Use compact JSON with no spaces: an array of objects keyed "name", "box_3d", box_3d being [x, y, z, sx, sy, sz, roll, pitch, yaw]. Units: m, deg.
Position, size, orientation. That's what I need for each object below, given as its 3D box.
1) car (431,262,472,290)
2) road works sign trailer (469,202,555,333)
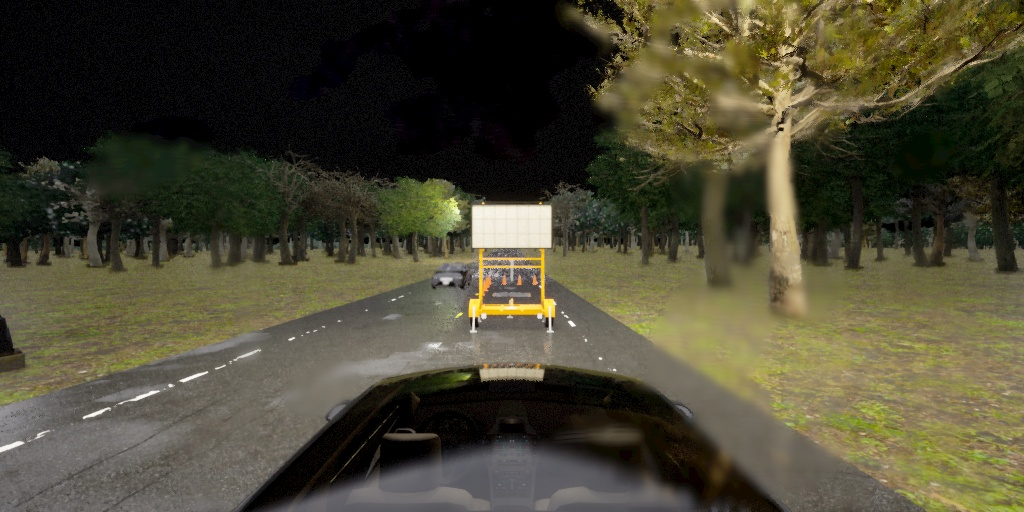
[{"name":"car","box_3d":[-3.508,1.142,21.475,2.128,1.511,4.902,0,1,0]},{"name":"road works sign trailer","box_3d":[-0.004,0.194,10.718,2.380,3.560,2.880,0,0,0]}]
